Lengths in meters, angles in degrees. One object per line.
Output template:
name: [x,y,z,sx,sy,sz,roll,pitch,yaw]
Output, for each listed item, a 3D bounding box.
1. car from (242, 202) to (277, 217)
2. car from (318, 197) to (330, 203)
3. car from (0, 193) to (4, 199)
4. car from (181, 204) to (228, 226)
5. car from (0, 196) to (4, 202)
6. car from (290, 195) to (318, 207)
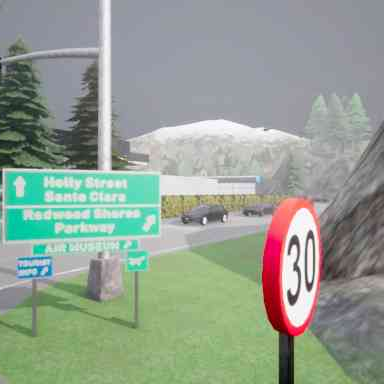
car: [7.121,1.738,34.250,2.033,1.411,5.357,0,0,36]
car: [28.281,1.786,74.896,1.895,1.301,4.718,0,0,-42]
car: [-38.569,1.485,69.983,4.514,1.523,2.007,0,0,35]
car: [1.066,1.695,25.929,1.837,1.490,4.892,0,0,36]
car: [-12.360,1.503,26.044,1.905,1.878,3.866,0,0,35]
car: [14.421,1.406,44.180,2.150,2.045,5.566,0,1,36]
